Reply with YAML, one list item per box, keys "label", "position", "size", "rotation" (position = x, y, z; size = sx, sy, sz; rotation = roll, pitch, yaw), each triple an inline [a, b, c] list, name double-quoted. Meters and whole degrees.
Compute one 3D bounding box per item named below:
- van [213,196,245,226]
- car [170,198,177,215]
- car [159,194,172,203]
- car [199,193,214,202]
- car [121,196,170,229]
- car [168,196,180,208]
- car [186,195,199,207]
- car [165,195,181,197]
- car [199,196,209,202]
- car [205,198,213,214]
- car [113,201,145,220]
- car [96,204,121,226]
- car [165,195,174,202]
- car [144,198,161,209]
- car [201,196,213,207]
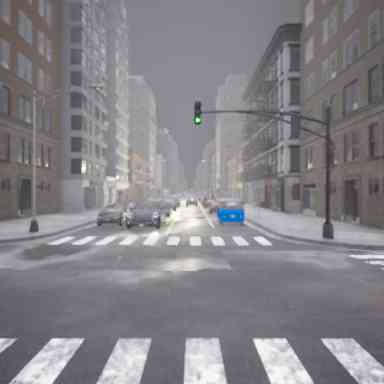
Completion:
- label: "van"
  position: [2.634, 1.350, 23.325]
  size: [1.690, 1.788, 3.998]
  rotation: [0, 0, 0]
- label: "car"
  position: [-2.811, 1.559, 31.176]
  size: [2.033, 1.411, 5.357]
  rotation: [0, 0, 0]
- label: "car"
  position: [-5.398, 1.322, 68.769]
  size: [2.192, 1.841, 5.009]
  rotation: [0, 0, 0]
- label: "car"
  position: [2.630, 1.328, 51.732]
  size: [2.192, 1.841, 5.009]
  rotation: [0, 0, 0]
- label: "car"
  position: [-2.899, 1.360, 21.702]
  size: [2.097, 1.767, 4.553]
  rotation: [0, 0, 1]
- label: "car"
  position: [-2.775, 1.540, 40.641]
  size: [1.812, 1.442, 4.674]
  rotation: [0, 0, 0]
- label: "car"
  position: [-0.009, 1.560, 53.037]
  size: [2.033, 1.411, 5.357]
  rotation: [0, 0, 0]
- label: "car"
  position: [-2.794, 1.577, 49.170]
  size: [1.994, 1.385, 4.181]
  rotation: [0, 0, 0]
- label: "car"
  position: [2.626, 1.557, 74.456]
  size: [2.008, 1.369, 4.403]
  rotation: [0, 0, 0]
- label: "car"
  position: [2.632, 1.596, 34.687]
  size: [1.802, 1.307, 4.206]
  rotation: [0, 0, 0]
- label: "car"
  position: [-5.392, 1.555, 28.996]
  size: [1.887, 1.381, 4.507]
  rotation: [0, 0, 0]
- label: "car"
  position: [-5.391, 1.559, 23.315]
  size: [2.008, 1.369, 4.403]
  rotation: [0, 0, 0]
- label: "car"
  position: [-5.400, 1.444, 80.133]
  size: [1.967, 1.590, 4.097]
  rotation: [0, 0, 0]
- label: "car"
  position: [-5.395, 1.539, 45.873]
  size: [1.752, 1.417, 4.829]
  rotation: [0, 0, 0]
- label: "car"
  position: [2.630, 1.596, 46.050]
  size: [1.802, 1.307, 4.206]
  rotation: [0, 0, 0]
